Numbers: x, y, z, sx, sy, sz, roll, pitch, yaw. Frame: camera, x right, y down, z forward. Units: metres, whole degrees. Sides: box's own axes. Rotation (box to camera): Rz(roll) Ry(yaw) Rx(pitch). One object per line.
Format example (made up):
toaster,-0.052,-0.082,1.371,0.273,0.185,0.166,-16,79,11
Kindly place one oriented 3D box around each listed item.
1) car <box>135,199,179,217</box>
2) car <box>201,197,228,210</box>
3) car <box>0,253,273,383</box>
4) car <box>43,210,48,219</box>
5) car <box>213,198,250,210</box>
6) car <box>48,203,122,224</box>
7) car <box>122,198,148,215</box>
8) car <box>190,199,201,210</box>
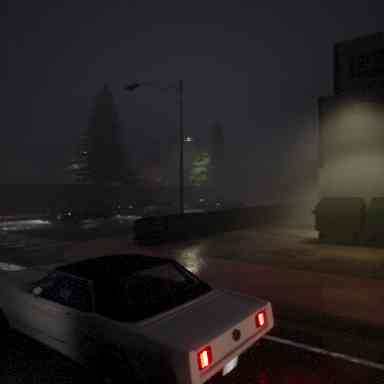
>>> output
car,-3.179,1.654,33.804,1.812,1.442,4.674,0,0,36
car,3.652,1.480,43.101,2.097,1.767,4.553,0,0,37
car,-1.354,1.624,5.000,4.718,1.301,1.895,0,0,37
car,-10.811,1.712,29.247,1.994,1.385,4.181,0,0,36
car,4.238,1.613,31.811,1.812,1.442,4.674,0,0,36
car,-8.426,1.620,26.576,2.128,1.511,4.902,0,0,36
car,-5.800,1.500,36.147,2.097,1.767,4.553,0,0,36
car,1.623,1.640,46.245,2.128,1.511,4.902,0,0,37
